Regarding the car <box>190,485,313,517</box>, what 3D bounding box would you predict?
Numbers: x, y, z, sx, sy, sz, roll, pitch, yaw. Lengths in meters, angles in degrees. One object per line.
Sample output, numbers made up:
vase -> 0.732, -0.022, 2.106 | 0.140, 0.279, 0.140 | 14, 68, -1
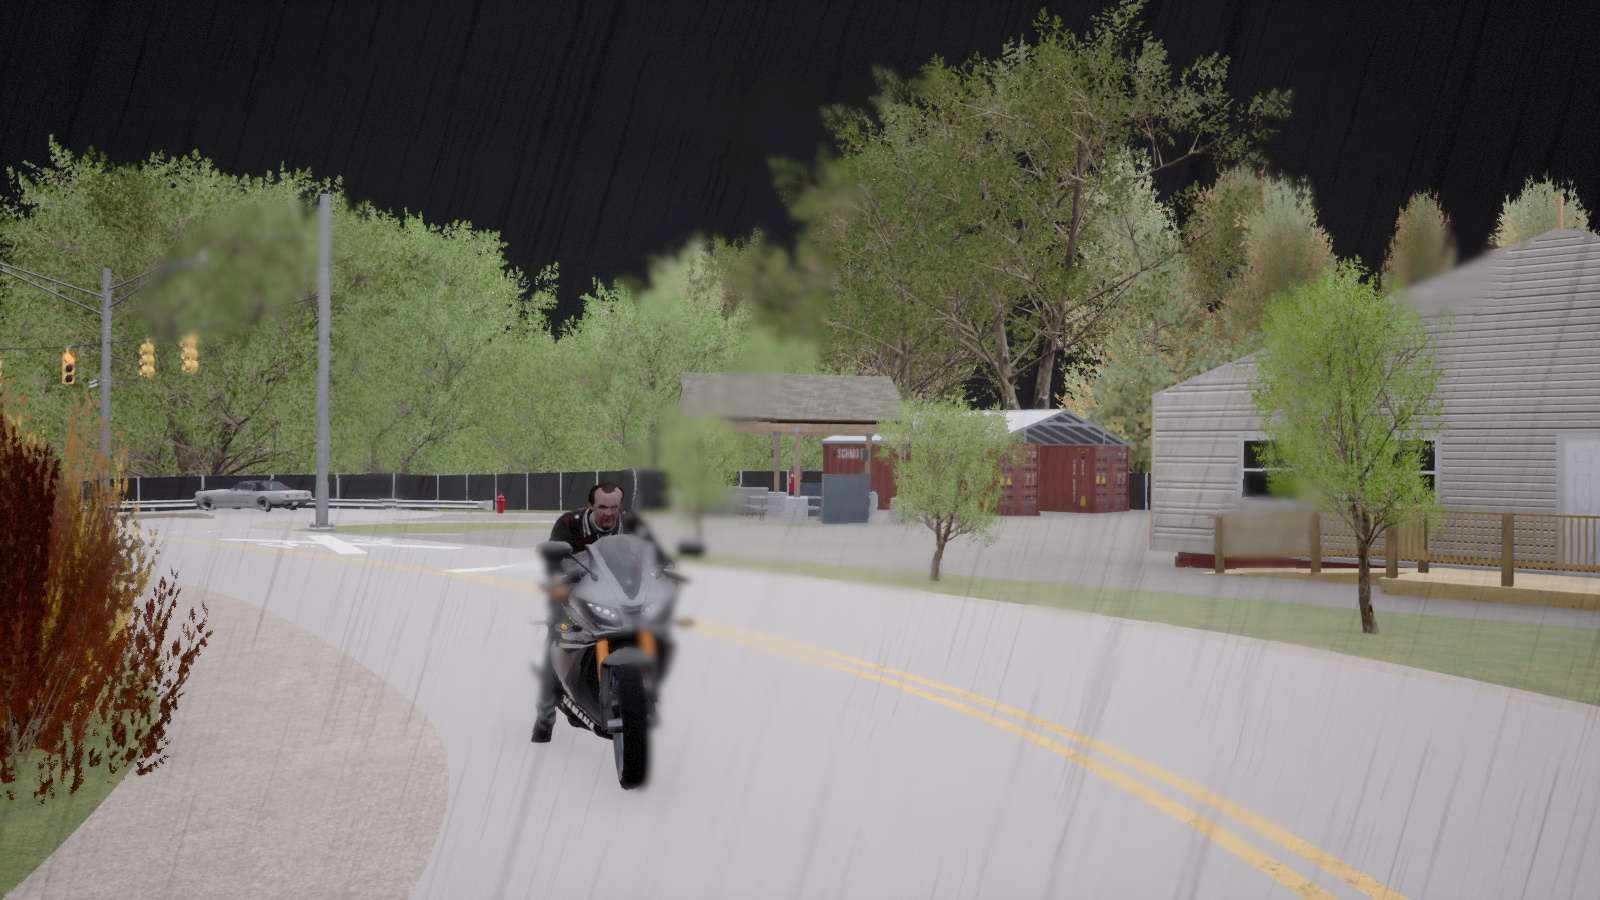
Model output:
car -> -23.566, 2.174, 53.995 | 4.718, 1.301, 1.895 | -1, 0, 16

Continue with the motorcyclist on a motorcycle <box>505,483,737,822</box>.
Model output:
motorcyclist on a motorcycle -> -1.077, 0.965, 6.969 | 0.866, 1.530, 2.191 | 0, -1, -19
